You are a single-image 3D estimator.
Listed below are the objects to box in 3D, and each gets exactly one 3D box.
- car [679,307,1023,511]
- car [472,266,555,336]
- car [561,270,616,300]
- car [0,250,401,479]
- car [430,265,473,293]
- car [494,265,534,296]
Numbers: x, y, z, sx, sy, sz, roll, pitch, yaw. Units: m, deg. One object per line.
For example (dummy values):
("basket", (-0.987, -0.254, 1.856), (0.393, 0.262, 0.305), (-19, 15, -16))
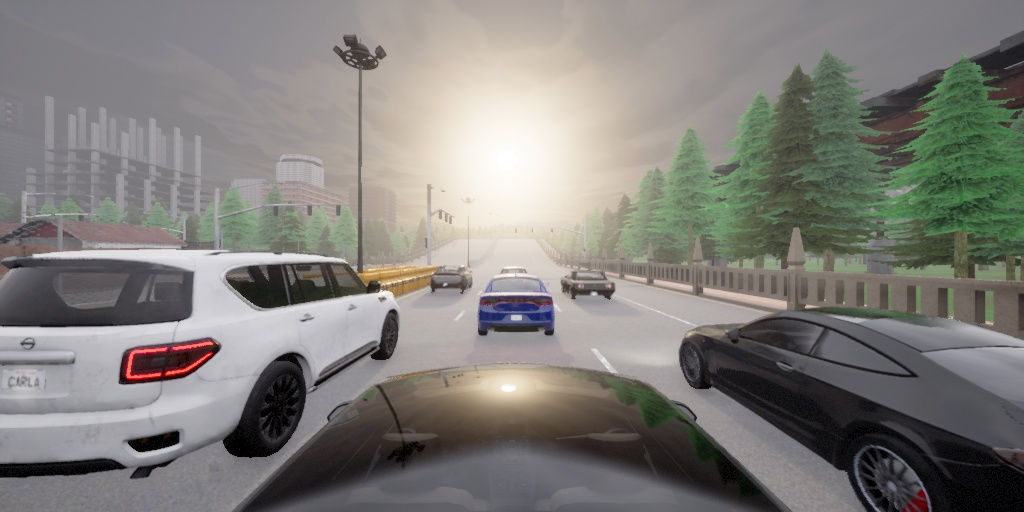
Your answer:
("car", (3.599, 1.276, 3.857), (1.812, 1.442, 4.674), (0, 0, 0))
("car", (0.099, 1.230, 10.492), (1.882, 1.535, 5.008), (0, 0, 0))
("car", (3.603, 1.356, 17.913), (1.895, 1.301, 4.718), (0, 0, 0))
("car", (-3.402, 0.970, 5.186), (2.150, 2.045, 5.566), (0, 0, 0))
("car", (-3.396, 1.247, 20.725), (2.128, 1.511, 4.902), (0, 0, 0))
("car", (0.104, 1.303, 20.563), (2.033, 1.411, 5.357), (0, 0, 0))
